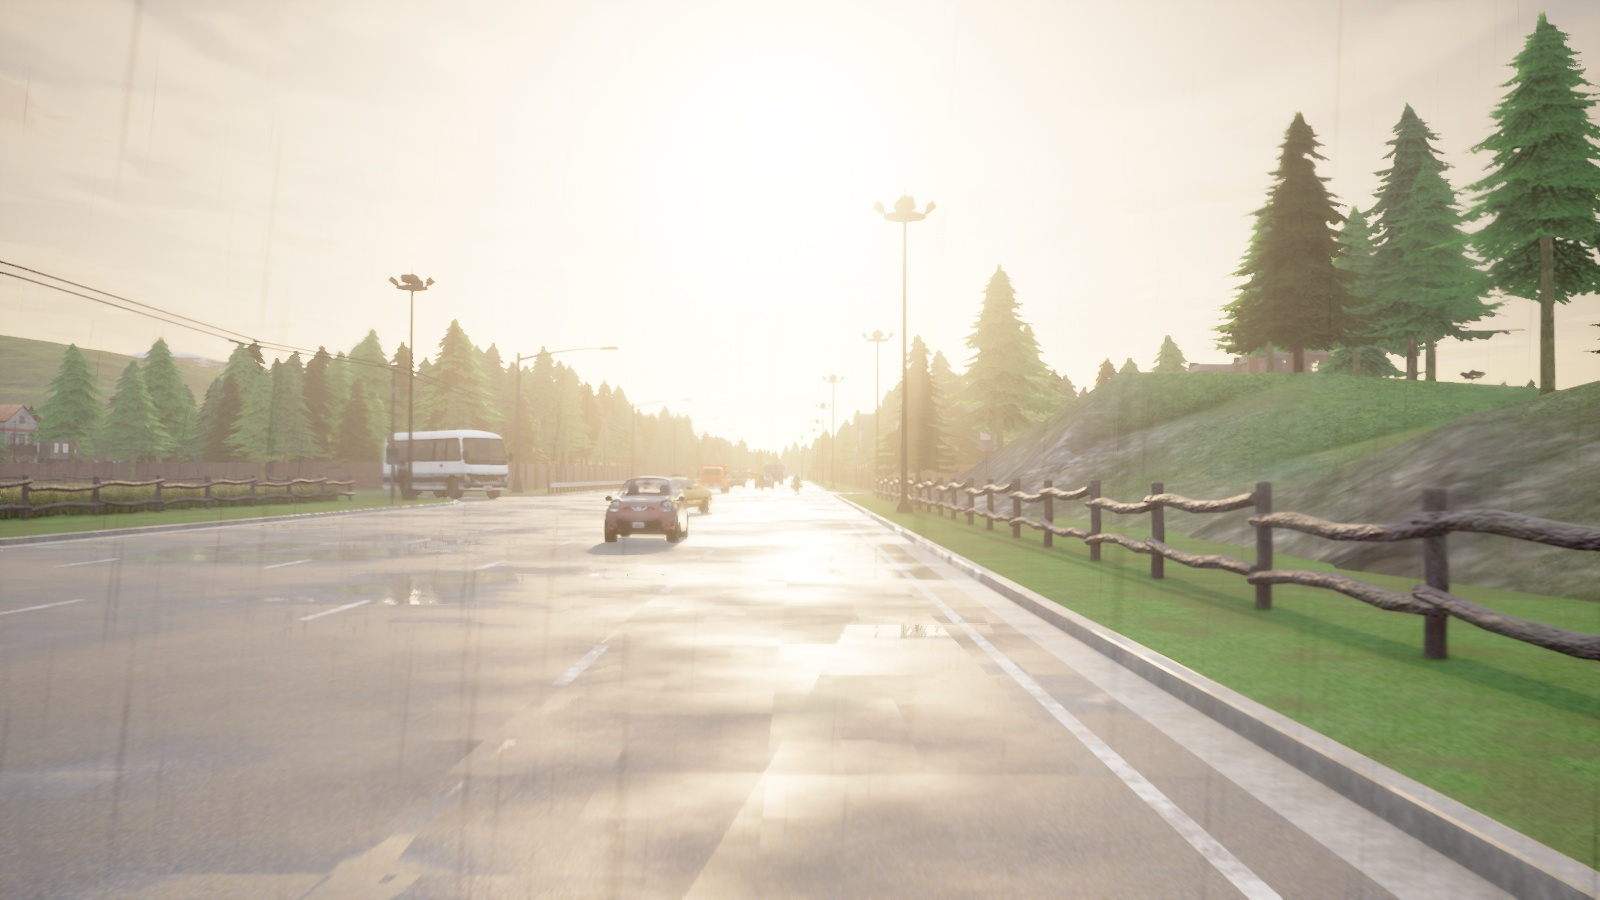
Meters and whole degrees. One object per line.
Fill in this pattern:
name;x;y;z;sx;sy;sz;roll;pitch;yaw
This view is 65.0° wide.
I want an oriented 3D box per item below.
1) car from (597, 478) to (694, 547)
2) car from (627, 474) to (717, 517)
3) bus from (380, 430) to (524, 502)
car;-3.573;1.423;29.541;1.845;1.501;3.633;0;-1;0
car;-4.908;1.734;49.067;1.801;1.575;5.366;-1;-1;14
bus;-22.025;1.073;79.089;10.273;4.253;3.944;-2;-2;43
